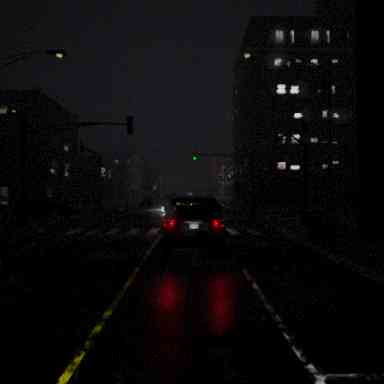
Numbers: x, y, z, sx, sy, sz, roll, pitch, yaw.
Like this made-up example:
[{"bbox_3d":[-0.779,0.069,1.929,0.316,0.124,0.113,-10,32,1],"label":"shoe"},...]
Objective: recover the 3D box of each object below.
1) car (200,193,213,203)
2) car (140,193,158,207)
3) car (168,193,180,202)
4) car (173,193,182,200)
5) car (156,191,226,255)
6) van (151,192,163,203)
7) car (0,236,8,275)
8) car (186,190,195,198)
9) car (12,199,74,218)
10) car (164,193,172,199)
[{"bbox_3d":[2.470,1.036,56.524,1.967,1.590,4.097,1,0,0],"label":"car"},{"bbox_3d":[-5.941,1.224,45.060,1.887,1.381,4.507,1,0,0],"label":"car"},{"bbox_3d":[-3.295,1.065,61.283,1.837,1.490,4.892,0,1,0],"label":"car"},{"bbox_3d":[-3.320,0.960,76.721,1.812,1.442,4.674,0,0,0],"label":"car"},{"bbox_3d":[0.051,1.129,12.925,2.150,2.045,5.566,0,0,0],"label":"car"},{"bbox_3d":[-5.907,0.939,56.427,1.690,1.788,3.998,1,0,0],"label":"van"},{"bbox_3d":[-5.706,1.500,7.106,2.008,1.369,4.403,1,0,0],"label":"car"},{"bbox_3d":[-0.347,0.465,83.205,2.150,2.045,5.566,0,0,0],"label":"car"},{"bbox_3d":[-12.493,1.389,27.906,5.008,1.535,1.882,-1,-1,5],"label":"car"},{"bbox_3d":[-6.031,0.978,84.861,1.802,1.307,4.206,1,0,0],"label":"car"}]
